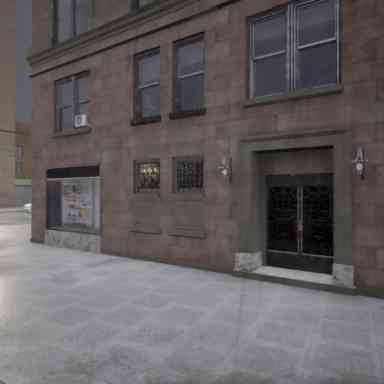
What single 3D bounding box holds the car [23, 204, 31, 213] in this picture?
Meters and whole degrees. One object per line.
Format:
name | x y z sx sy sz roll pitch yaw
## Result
car | -15.660 1.438 35.778 1.812 1.442 4.674 0 0 35
